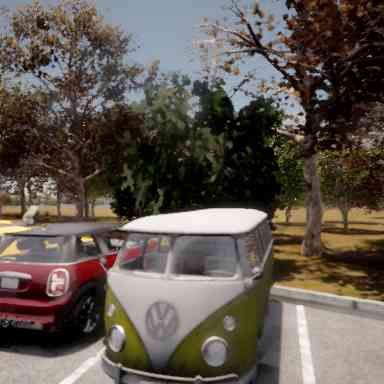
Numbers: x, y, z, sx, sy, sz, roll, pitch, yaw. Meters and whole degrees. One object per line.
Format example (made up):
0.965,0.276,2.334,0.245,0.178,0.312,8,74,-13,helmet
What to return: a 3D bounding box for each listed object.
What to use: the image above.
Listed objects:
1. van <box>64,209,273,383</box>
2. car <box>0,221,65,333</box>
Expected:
0.272,1.284,5.183,1.878,1.987,4.442,0,-1,16,van
-2.107,1.414,6.998,2.185,1.767,4.553,-1,-1,16,car
